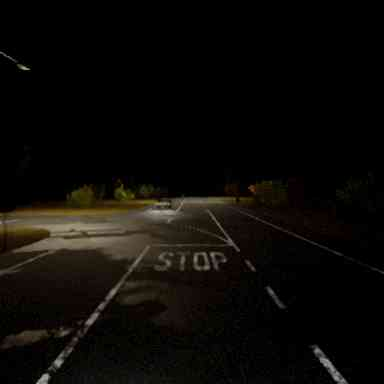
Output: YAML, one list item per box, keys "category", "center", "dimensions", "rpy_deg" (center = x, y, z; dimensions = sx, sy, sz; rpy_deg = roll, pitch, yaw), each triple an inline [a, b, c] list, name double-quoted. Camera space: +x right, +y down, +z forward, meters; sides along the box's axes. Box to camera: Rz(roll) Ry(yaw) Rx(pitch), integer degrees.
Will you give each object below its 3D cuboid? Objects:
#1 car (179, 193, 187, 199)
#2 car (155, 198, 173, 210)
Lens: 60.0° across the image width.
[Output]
- category: "car"
  center: [-2.517, 1.140, 95.012]
  dimensions: [1.812, 1.442, 4.674]
  rpy_deg: [0, 0, 7]
- category: "car"
  center: [-3.414, 1.468, 41.050]
  dimensions: [1.895, 1.301, 4.718]
  rpy_deg: [0, 0, 0]
